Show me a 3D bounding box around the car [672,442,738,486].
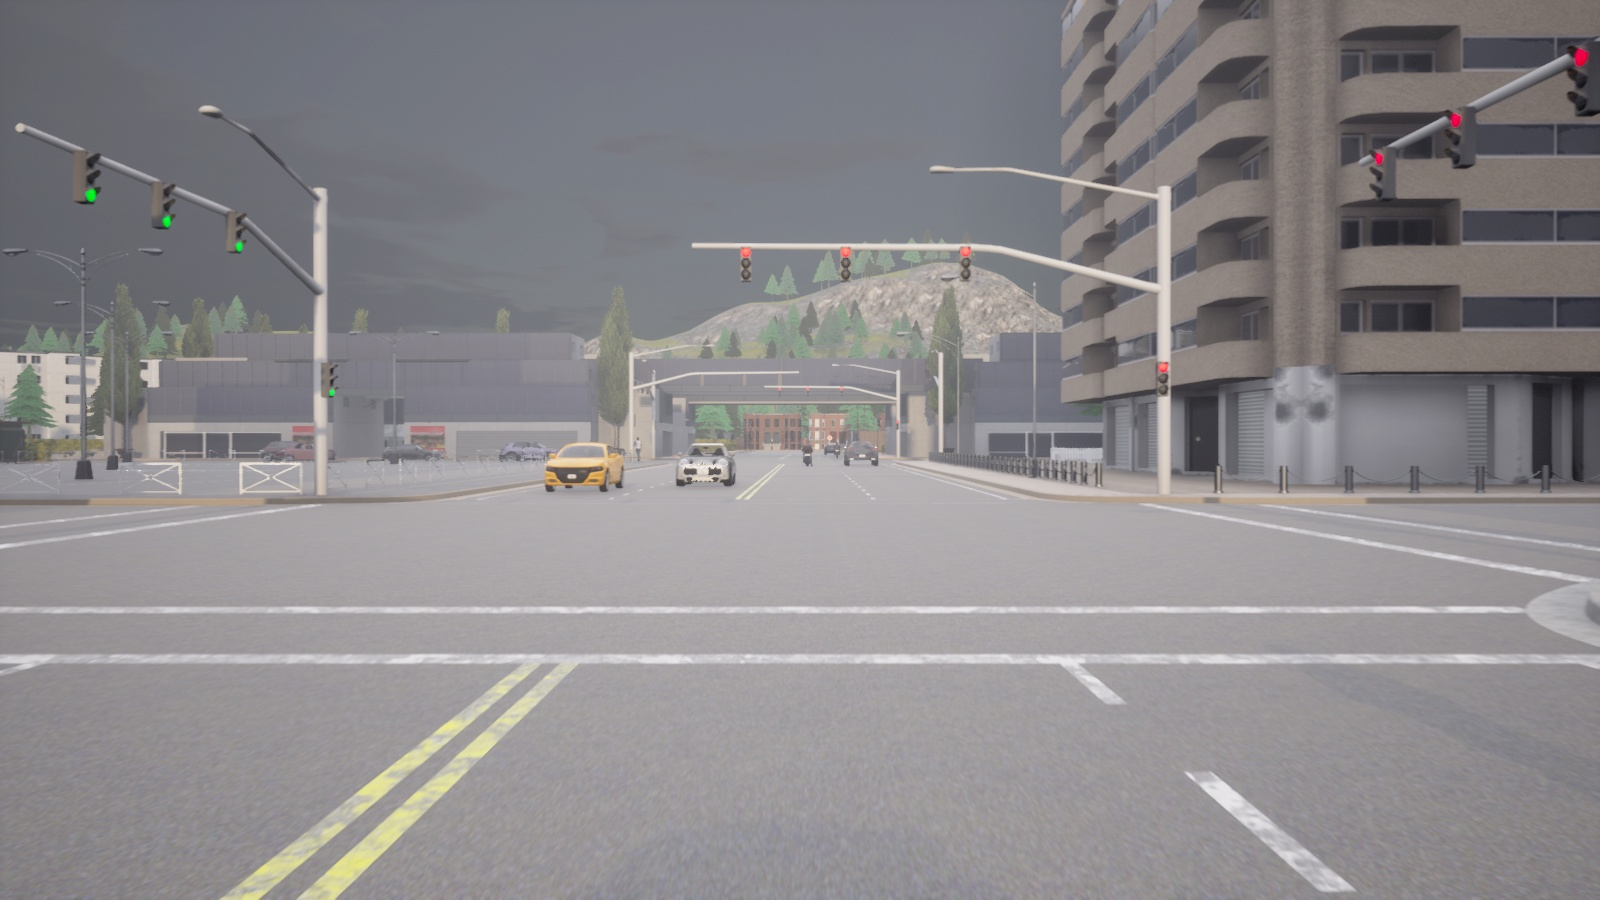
[{"bbox_3d":[-3.237,0.457,43.438,1.970,1.475,3.806,0,0,0],"label":"car"}]

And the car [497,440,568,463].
[{"bbox_3d":[-20.163,0.111,94.772,4.856,1.649,2.033,0,0,1],"label":"car"}]

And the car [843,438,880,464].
[{"bbox_3d":[3.983,0.053,82.043,2.152,1.651,5.027,0,0,0],"label":"car"}]

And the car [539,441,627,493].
[{"bbox_3d":[-6.759,0.489,39.655,1.882,1.535,5.008,0,0,0],"label":"car"}]
